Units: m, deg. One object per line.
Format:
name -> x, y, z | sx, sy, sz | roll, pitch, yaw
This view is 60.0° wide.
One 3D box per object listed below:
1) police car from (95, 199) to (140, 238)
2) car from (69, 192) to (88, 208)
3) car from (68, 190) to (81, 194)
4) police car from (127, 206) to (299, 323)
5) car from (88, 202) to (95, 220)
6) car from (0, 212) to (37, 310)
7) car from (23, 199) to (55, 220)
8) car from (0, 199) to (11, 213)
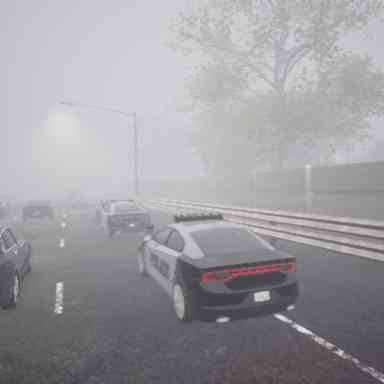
police car -> -3.470, 1.188, 16.577 | 1.930, 1.638, 5.238 | -2, 1, -21
car -> -13.312, 1.108, 39.530 | 2.033, 1.411, 5.357 | -2, 1, -20
car -> -19.821, 0.619, 56.569 | 2.150, 2.045, 5.566 | -2, 1, -21
police car -> 0.088, 1.282, 7.231 | 1.930, 1.638, 5.238 | -2, 1, -21
car -> -5.563, 1.214, 22.083 | 1.837, 1.490, 4.892 | -2, 1, -21
car -> -4.688, 1.461, 7.279 | 1.837, 1.490, 4.892 | -2, 1, -21
car -> -11.340, 1.260, 24.755 | 1.882, 1.535, 5.008 | -2, 1, -21
car -> -15.710, 1.337, 26.398 | 2.128, 1.511, 4.902 | -2, 1, -21
